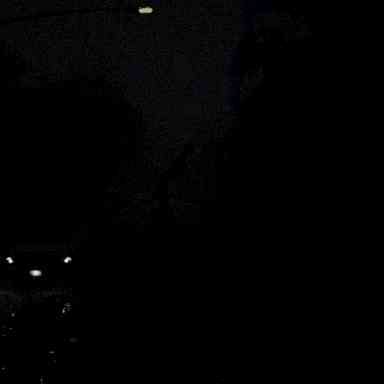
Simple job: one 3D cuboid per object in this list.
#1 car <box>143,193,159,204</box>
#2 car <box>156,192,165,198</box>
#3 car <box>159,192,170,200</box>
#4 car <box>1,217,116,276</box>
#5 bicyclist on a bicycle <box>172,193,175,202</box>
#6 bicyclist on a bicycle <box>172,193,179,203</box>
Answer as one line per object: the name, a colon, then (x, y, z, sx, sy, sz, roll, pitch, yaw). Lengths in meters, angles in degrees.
car: (-6.740, 1.285, 53.668, 1.994, 1.385, 4.181, 0, 1, -6)
car: (-8.462, 0.825, 89.308, 2.033, 1.411, 5.357, 0, 1, -11)
car: (-6.200, 1.053, 76.083, 2.033, 1.411, 5.357, 0, 1, -10)
car: (-3.764, 1.534, 10.560, 2.033, 1.411, 5.357, 0, 0, -1)
bicyclist on a bicycle: (-3.628, 1.080, 65.267, 0.582, 1.620, 1.656, 0, 0, -8)
bicyclist on a bicycle: (-2.709, 1.127, 58.137, 0.866, 1.612, 1.509, 0, 2, -7)
